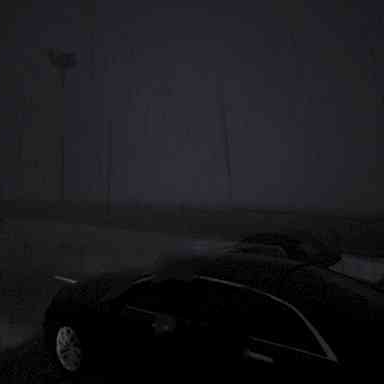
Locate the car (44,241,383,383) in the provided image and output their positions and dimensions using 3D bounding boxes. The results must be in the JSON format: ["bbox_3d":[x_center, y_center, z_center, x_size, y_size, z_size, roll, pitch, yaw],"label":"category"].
[{"bbox_3d":[0.257,1.487,3.812,4.892,1.490,1.837,1,1,36],"label":"car"}]

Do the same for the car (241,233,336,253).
[{"bbox_3d":[1.505,1.573,7.220,4.718,1.301,1.895,1,0,36],"label":"car"}]
